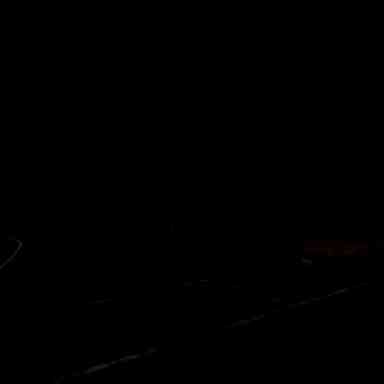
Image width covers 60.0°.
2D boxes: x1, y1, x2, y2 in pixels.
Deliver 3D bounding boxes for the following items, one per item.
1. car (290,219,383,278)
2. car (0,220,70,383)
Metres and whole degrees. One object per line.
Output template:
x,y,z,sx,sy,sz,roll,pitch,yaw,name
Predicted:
5.015,1.527,10.138,4.829,1.417,1.752,0,1,-34,car
-3.980,1.315,3.688,5.009,1.841,2.192,0,0,-36,car
